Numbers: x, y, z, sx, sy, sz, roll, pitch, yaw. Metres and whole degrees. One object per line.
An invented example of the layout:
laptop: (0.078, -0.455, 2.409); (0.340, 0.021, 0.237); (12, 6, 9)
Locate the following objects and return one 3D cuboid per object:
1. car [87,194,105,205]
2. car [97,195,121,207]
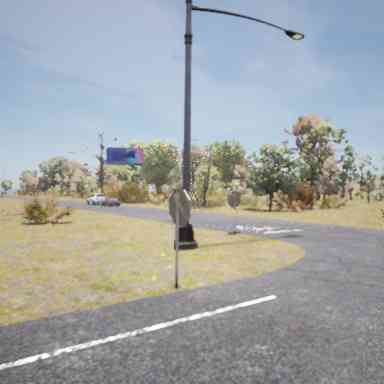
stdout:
car: (-17.304, 1.327, 60.267); (2.150, 2.045, 5.566); (1, 0, -34)
car: (-13.290, 1.664, 54.333); (2.033, 1.411, 5.357); (1, 0, -33)
